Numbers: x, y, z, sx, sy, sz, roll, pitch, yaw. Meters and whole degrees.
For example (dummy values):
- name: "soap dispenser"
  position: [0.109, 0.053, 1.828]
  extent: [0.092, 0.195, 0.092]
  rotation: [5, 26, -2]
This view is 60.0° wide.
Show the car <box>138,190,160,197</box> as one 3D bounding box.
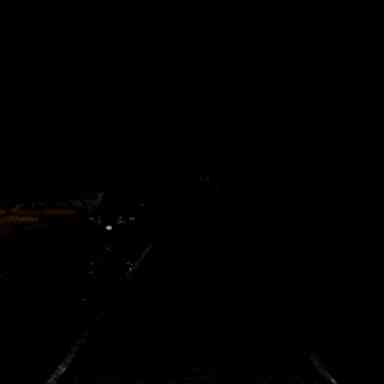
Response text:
- name: "car"
  position: [-10.323, 0.319, 79.690]
  extent: [4.892, 1.521, 2.231]
  rotation: [0, 1, 0]

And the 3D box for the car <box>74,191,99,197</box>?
- name: "car"
  position: [-23.455, 0.439, 74.085]
  extent: [4.792, 1.488, 2.163]
  rotation: [0, 1, 0]

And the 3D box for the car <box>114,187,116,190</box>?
- name: "car"
  position: [-23.379, 0.100, 87.906]
  extent: [5.008, 1.535, 2.097]
  rotation: [0, 2, 0]

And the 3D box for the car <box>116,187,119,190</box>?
- name: "car"
  position: [-23.370, 0.005, 90.822]
  extent: [4.892, 1.521, 2.231]
  rotation: [0, 2, 0]

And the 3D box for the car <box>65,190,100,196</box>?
- name: "car"
  position: [-10.212, 1.085, 30.398]
  extent: [5.566, 2.045, 2.435]
  rotation: [0, 0, 0]

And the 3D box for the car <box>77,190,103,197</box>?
- name: "car"
  position: [-23.603, 0.364, 76.877]
  extent: [5.366, 1.575, 1.946]
  rotation: [0, 1, 0]

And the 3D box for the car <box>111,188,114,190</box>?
- name: "car"
  position: [-23.388, 0.182, 85.117]
  extent: [5.008, 1.535, 2.097]
  rotation: [0, 2, 0]

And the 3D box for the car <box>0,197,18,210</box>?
- name: "car"
  position: [-23.240, 1.320, 38.626]
  extent: [5.008, 1.535, 2.097]
  rotation: [0, 0, 0]

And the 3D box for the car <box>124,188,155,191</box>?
- name: "car"
  position: [-10.341, 0.525, 65.759]
  extent: [4.792, 1.488, 2.163]
  rotation: [0, 1, 0]

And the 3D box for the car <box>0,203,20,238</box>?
- name: "car"
  position: [-10.405, 1.367, 13.744]
  extent: [5.366, 1.575, 1.946]
  rotation: [0, 0, 0]

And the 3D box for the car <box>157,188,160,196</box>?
- name: "car"
  position: [-10.341, 0.412, 74.107]
  extent: [5.008, 1.535, 2.097]
  rotation: [0, 1, 0]

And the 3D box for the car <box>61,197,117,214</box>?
- name: "car"
  position: [-10.183, 1.331, 33.174]
  extent: [5.008, 1.535, 2.097]
  rotation: [0, 0, 0]

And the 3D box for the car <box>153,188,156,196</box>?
- name: "car"
  position: [-10.392, 0.500, 68.543]
  extent: [4.792, 1.488, 2.163]
  rotation: [0, 1, 0]

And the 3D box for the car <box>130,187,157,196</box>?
- name: "car"
  position: [-10.385, 0.319, 71.327]
  extent: [4.553, 1.767, 2.185]
  rotation: [0, 1, 0]

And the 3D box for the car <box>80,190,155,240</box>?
- name: "car"
  position: [-3.387, 1.086, 16.417]
  extent: [2.150, 2.045, 5.566]
  rotation: [0, 0, 0]

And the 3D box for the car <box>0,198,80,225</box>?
- name: "car"
  position: [-10.016, 1.346, 22.069]
  extent: [5.366, 1.575, 1.946]
  rotation: [0, 0, 0]

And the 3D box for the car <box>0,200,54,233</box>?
- name: "car"
  position: [-10.028, 1.357, 16.396]
  extent: [5.366, 1.575, 1.946]
  rotation: [0, 0, 0]

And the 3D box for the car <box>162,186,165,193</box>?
- name: "car"
  position: [-10.273, -0.028, 88.044]
  extent: [4.553, 1.767, 2.185]
  rotation: [0, 2, 0]

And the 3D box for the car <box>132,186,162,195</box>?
- name: "car"
  position: [-10.366, 0.118, 76.897]
  extent: [5.566, 2.045, 2.435]
  rotation: [0, 1, 0]

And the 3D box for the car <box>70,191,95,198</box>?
- name: "car"
  position: [-23.437, 0.483, 71.173]
  extent: [4.674, 1.452, 2.002]
  rotation: [0, 1, 0]

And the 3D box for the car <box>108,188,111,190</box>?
- name: "car"
  position: [-23.372, 0.286, 82.327]
  extent: [4.792, 1.488, 2.163]
  rotation: [0, 1, 0]

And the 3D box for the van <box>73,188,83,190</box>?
- name: "van"
  position: [-23.324, 0.268, 65.712]
  extent: [4.442, 1.987, 1.878]
  rotation: [1, 1, 0]
